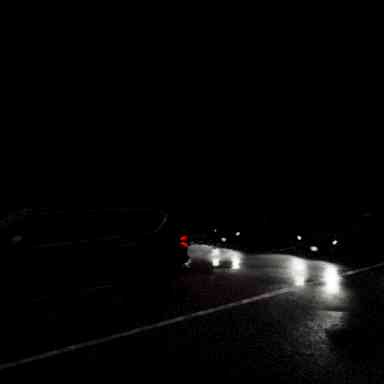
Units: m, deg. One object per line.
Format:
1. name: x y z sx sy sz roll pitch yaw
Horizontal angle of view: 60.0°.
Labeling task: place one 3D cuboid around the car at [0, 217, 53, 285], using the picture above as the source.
1. car: -6.219 1.510 8.163 4.892 1.490 1.837 0 0 -35

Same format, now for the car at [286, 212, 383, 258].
1. car: 6.293 1.532 12.833 5.357 1.411 2.033 0 0 -36

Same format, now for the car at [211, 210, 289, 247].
1. car: 3.440 1.535 15.086 5.357 1.411 2.033 0 0 -36

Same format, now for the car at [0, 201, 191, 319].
1. car: -2.631 1.224 6.423 5.566 2.045 2.150 0 0 -36
